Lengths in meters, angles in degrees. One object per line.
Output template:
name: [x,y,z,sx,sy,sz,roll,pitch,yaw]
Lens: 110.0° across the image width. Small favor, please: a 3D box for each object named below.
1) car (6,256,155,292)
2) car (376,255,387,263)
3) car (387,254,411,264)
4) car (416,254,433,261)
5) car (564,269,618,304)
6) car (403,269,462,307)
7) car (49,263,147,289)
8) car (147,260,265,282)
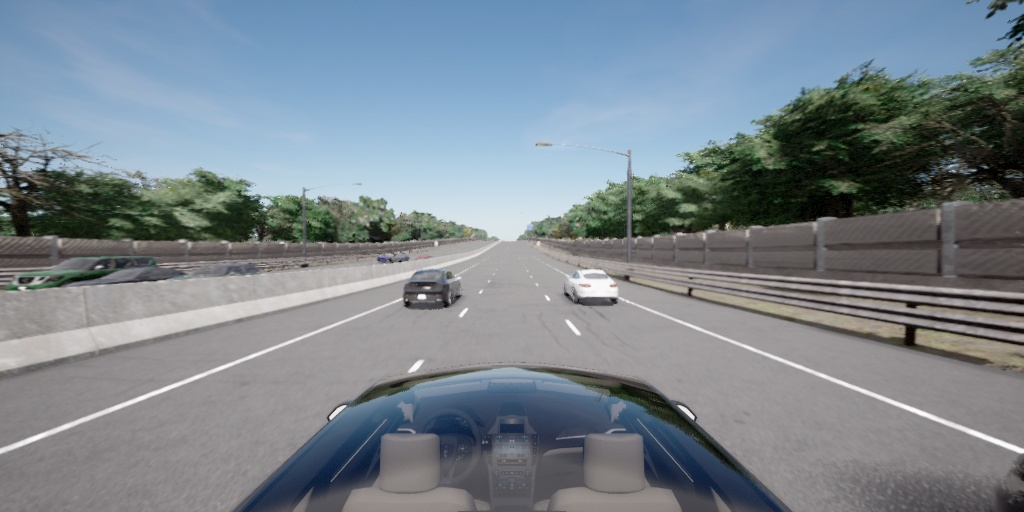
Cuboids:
car: [-21.105,1.018,18.212,2.150,2.045,5.566,0,0,0]
car: [-21.052,0.426,60.095,1.895,1.301,4.718,0,2,0]
car: [-17.568,0.403,56.819,1.882,1.535,5.008,0,2,0]
car: [-14.072,0.366,58.004,1.882,1.535,5.008,0,2,1]
car: [3.589,1.332,16.791,1.812,1.442,4.674,0,0,0]
car: [-3.411,1.313,15.975,1.837,1.490,4.892,0,0,0]
car: [-17.606,1.279,16.953,1.882,1.535,5.008,0,0,0]
car: [-14.106,1.154,17.267,2.097,1.767,4.553,0,0,0]
